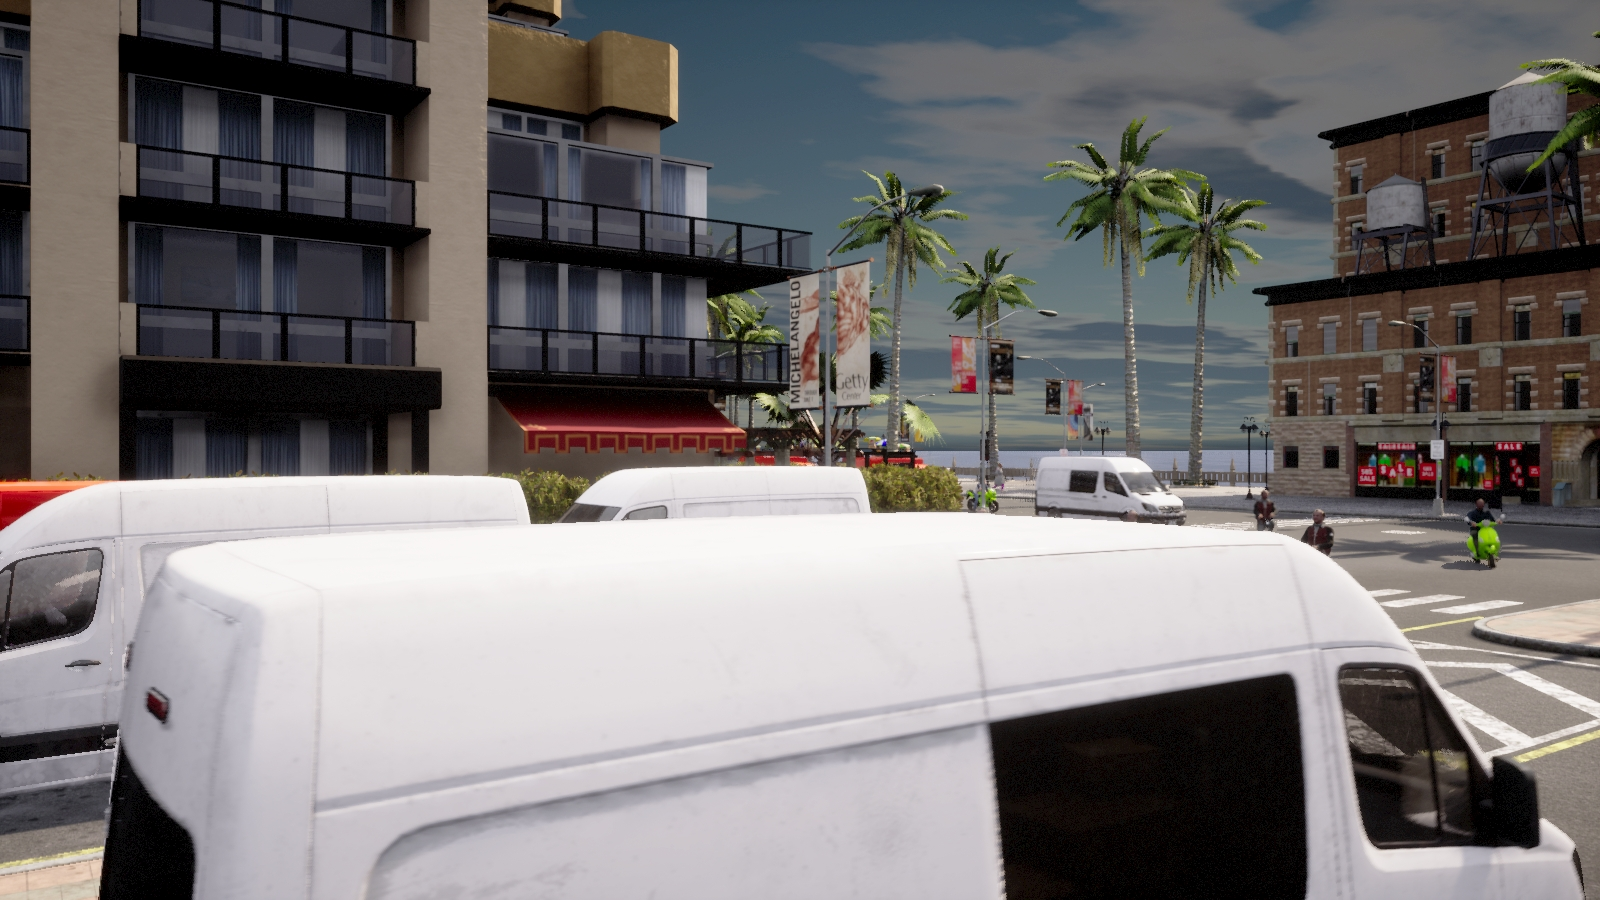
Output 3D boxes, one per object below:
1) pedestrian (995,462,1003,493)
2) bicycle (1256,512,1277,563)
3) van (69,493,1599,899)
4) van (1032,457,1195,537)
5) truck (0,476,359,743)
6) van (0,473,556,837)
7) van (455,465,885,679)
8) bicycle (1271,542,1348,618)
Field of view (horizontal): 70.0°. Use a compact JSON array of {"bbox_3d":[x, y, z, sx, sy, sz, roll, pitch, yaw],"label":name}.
[{"bbox_3d":[12.171,1.696,69.912,0.375,1.860,0.375,0,0,-42],"label":"pedestrian"},{"bbox_3d":[11.903,2.210,29.174,0.329,1.171,1.835,0,0,17],"label":"bicycle"},{"bbox_3d":[0.810,1.534,4.284,5.915,2.561,1.988,0,0,-35],"label":"van"},{"bbox_3d":[10.877,1.534,40.218,1.988,2.561,5.915,0,0,-29],"label":"van"},{"bbox_3d":[-7.827,1.568,12.387,5.204,2.467,2.627,0,0,-35],"label":"truck"},{"bbox_3d":[-5.288,1.534,9.874,5.915,2.561,1.988,0,0,-34],"label":"van"},{"bbox_3d":[-1.725,1.534,16.503,5.915,2.561,1.988,0,0,-34],"label":"van"},{"bbox_3d":[8.765,2.210,19.640,1.835,1.171,0.329,0,0,-36],"label":"bicycle"}]
